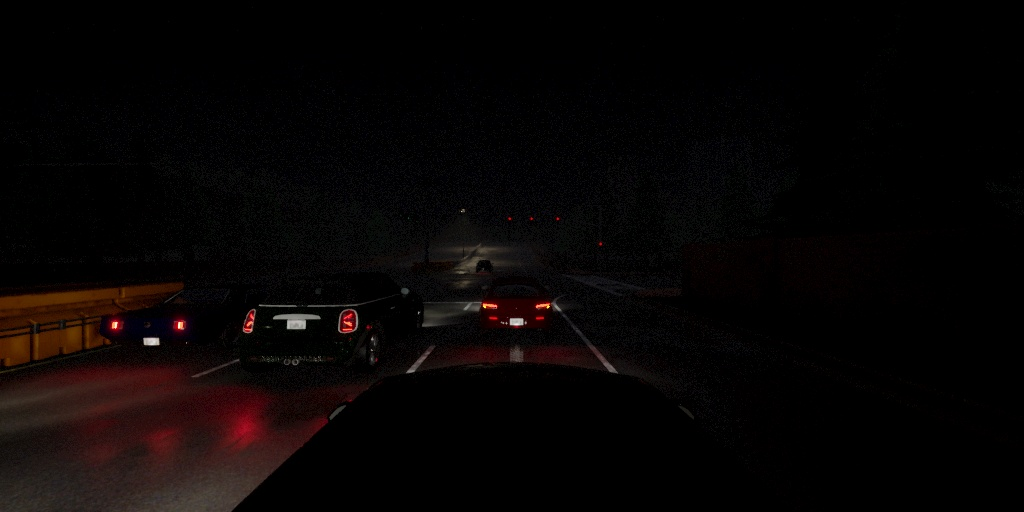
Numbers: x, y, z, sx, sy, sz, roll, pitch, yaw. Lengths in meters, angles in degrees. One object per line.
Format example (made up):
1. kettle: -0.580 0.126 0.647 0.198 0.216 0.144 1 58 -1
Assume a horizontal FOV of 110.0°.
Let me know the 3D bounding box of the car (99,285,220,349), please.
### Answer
1. car: -6.900 1.351 9.090 1.895 1.301 4.718 0 0 0

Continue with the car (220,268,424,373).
1. car: -3.398 1.102 7.775 2.097 1.767 4.553 0 0 0

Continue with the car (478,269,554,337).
1. car: 0.100 1.276 10.164 1.812 1.442 4.674 0 0 0

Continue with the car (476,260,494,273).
1. car: -3.397 1.255 44.787 1.837 1.490 4.892 0 0 0
